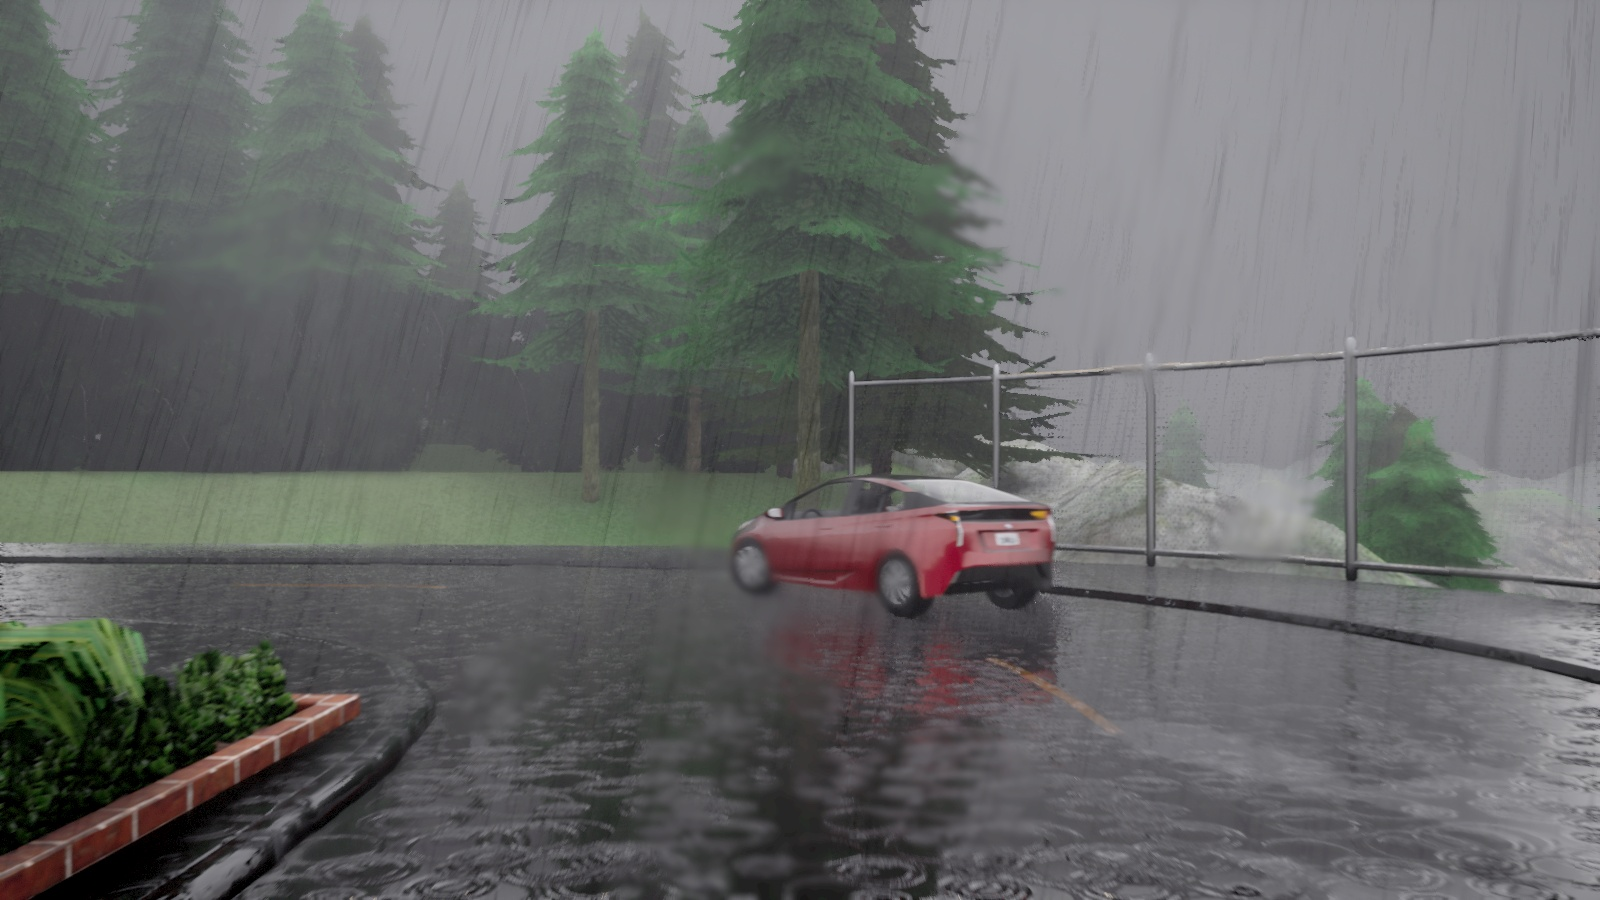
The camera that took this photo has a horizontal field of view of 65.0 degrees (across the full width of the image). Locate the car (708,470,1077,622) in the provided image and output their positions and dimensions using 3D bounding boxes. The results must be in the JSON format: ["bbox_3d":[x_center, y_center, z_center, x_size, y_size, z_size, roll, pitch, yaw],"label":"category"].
[{"bbox_3d":[0.917,1.012,15.062,2.007,1.525,4.514,1,-1,-35],"label":"car"}]
